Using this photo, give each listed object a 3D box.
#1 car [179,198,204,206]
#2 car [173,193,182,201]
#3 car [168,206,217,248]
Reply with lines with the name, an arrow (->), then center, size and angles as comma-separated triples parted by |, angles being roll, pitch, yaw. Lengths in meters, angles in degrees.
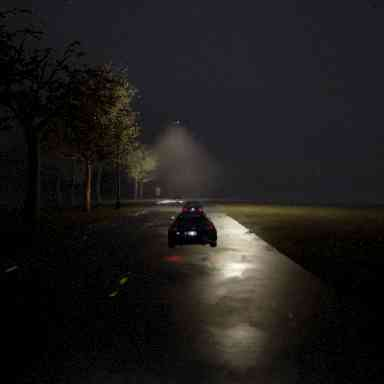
car -> 0.077, 1.470, 29.605 | 2.033, 1.411, 5.357 | 0, 0, 0
car -> -3.291, 1.061, 75.968 | 2.097, 1.767, 4.553 | 0, 0, 0
car -> 0.014, 1.530, 14.604 | 1.994, 1.385, 4.181 | -2, 0, 0
